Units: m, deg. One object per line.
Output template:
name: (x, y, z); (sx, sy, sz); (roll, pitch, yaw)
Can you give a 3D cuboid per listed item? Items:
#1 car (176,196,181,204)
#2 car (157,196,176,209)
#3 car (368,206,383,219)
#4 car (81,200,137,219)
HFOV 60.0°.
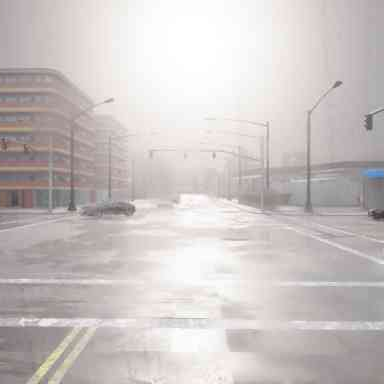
car: (-3.512, 1.477, 62.027); (1.882, 1.535, 5.008); (0, 0, 0)
car: (-3.558, 1.525, 44.694); (1.812, 1.442, 4.674); (0, 0, 0)
car: (16.630, 1.505, 26.469); (4.892, 1.490, 1.837); (0, 0, 0)
car: (-7.199, 1.452, 29.009); (4.902, 1.511, 2.128); (0, 1, -41)
